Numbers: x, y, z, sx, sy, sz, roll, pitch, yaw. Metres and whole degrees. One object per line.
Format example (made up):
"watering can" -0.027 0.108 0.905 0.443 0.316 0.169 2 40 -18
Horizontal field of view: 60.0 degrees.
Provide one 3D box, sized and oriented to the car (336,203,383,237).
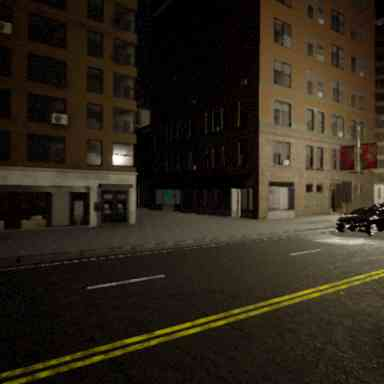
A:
"car" 10.113 1.580 18.865 4.892 1.490 1.837 1 -1 -35
